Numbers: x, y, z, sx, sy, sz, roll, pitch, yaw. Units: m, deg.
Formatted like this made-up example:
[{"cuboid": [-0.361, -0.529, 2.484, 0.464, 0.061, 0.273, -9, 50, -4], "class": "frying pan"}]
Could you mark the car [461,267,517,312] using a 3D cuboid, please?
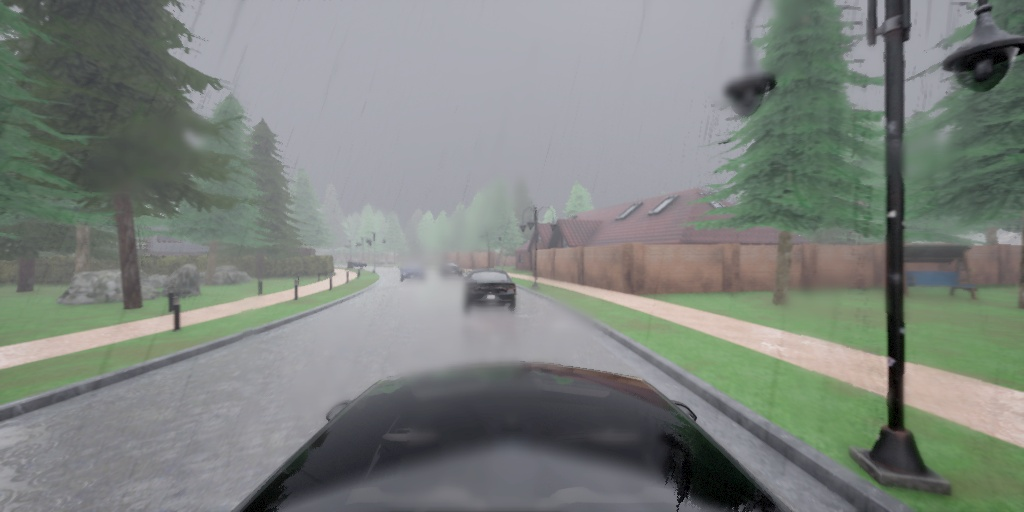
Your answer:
[{"cuboid": [-0.979, 1.240, 14.328, 1.882, 1.535, 5.008, 0, 0, -7], "class": "car"}]

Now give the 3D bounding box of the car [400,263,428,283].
[{"cuboid": [-8.008, 1.328, 29.036, 1.812, 1.442, 4.674, 0, 0, -18], "class": "car"}]

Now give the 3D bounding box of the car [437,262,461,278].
[{"cuboid": [-5.839, 1.322, 34.173, 1.812, 1.442, 4.674, 0, 0, -19], "class": "car"}]
